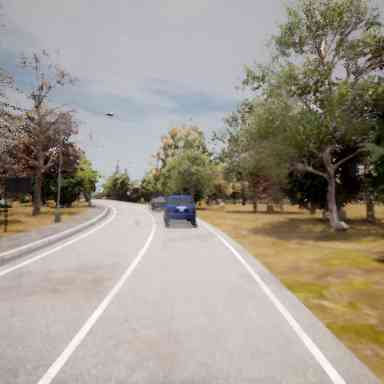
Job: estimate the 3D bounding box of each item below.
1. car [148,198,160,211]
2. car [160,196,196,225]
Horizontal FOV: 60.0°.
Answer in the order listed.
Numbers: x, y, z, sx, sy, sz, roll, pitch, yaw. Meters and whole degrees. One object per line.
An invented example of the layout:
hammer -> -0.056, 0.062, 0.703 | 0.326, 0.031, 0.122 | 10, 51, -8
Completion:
car -> -4.427, 1.603, 42.571 | 1.837, 1.490, 4.892 | 1, 0, -14
car -> -0.992, 1.289, 24.520 | 2.150, 2.045, 5.566 | 1, 0, -7
